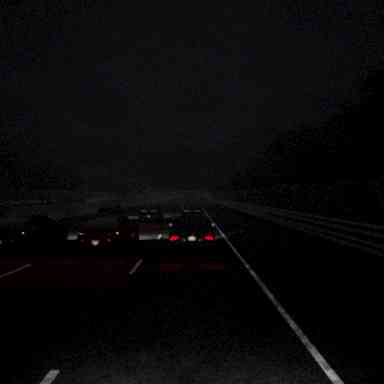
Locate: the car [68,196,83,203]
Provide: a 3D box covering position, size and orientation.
[{"bbox_3d":[-24.517,1.844,70.939,2.150,2.045,5.566,0,0,0],"label":"car"}]

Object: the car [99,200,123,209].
[{"bbox_3d":[-7.004,1.773,29.286,1.837,1.490,4.892,0,0,0],"label":"car"}]

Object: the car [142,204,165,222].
[{"bbox_3d":[-3.504,1.757,29.284,2.128,1.511,4.902,0,0,0],"label":"car"}]

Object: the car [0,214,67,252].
[{"bbox_3d":[-6.999,1.657,14.373,1.812,1.442,4.674,0,0,0],"label":"car"}]

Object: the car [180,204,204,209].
[{"bbox_3d":[-0.004,1.757,29.289,2.128,1.511,4.902,0,0,0],"label":"car"}]

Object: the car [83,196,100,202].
[{"bbox_3d":[-21.017,2.097,70.968,1.882,1.535,5.008,0,0,0],"label":"car"}]

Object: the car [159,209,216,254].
[{"bbox_3d":[-0.003,1.675,13.974,2.033,1.411,5.357,0,0,0],"label":"car"}]

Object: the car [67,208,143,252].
[{"bbox_3d":[-3.499,1.657,14.364,1.812,1.442,4.674,0,0,0],"label":"car"}]
